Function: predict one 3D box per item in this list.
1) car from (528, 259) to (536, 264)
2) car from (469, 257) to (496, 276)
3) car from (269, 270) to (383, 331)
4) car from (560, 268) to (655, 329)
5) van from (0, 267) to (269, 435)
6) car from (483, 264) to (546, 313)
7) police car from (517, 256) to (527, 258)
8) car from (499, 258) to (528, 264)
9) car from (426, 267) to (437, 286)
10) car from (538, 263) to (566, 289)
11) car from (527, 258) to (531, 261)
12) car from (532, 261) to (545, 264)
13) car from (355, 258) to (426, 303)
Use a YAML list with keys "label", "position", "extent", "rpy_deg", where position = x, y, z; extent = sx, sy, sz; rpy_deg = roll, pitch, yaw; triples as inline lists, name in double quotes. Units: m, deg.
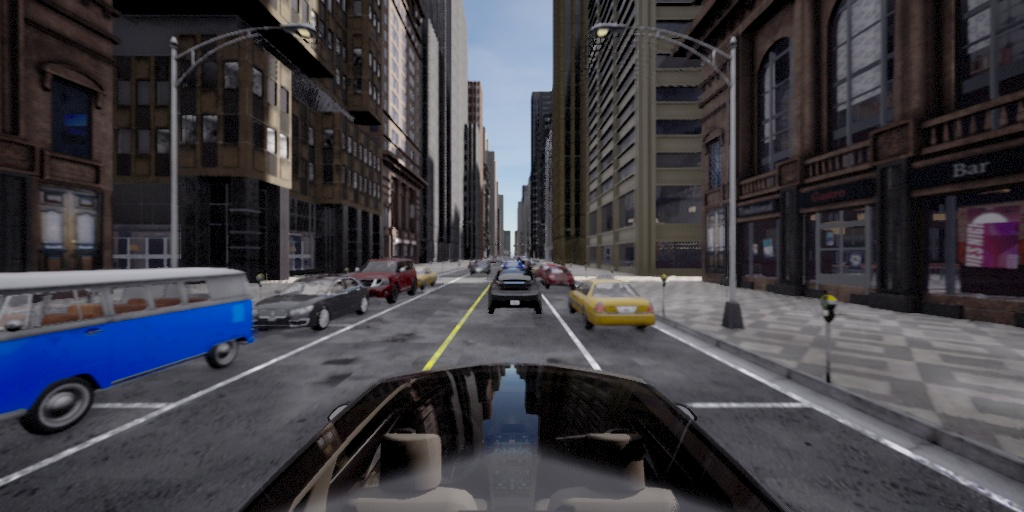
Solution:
- label: "car"
  position: [2.772, 1.196, 33.445]
  extent: [1.751, 1.417, 4.829]
  rpy_deg: [0, 0, 0]
- label: "car"
  position: [-3.084, 1.157, 35.861]
  extent: [2.128, 1.511, 4.902]
  rpy_deg: [0, 0, 0]
- label: "car"
  position: [-5.759, 1.277, 10.791]
  extent: [2.007, 1.370, 4.403]
  rpy_deg: [0, 0, 0]
- label: "car"
  position: [2.766, 1.252, 10.970]
  extent: [1.751, 1.417, 4.829]
  rpy_deg: [0, 0, 0]
- label: "van"
  position: [-5.761, 1.082, 5.173]
  extent: [1.690, 1.789, 3.998]
  rpy_deg: [0, 0, 0]
- label: "car"
  position: [0.097, 1.224, 13.824]
  extent: [1.837, 1.490, 4.892]
  rpy_deg: [0, 0, 0]
- label: "police car"
  position: [2.385, 1.035, 62.918]
  extent: [1.930, 1.638, 5.238]
  rpy_deg: [0, 0, 0]
- label: "car"
  position: [0.104, 1.154, 30.604]
  extent: [1.882, 1.535, 5.008]
  rpy_deg: [0, 0, 0]
- label: "car"
  position: [-5.756, 1.223, 21.858]
  extent: [1.751, 1.417, 4.829]
  rpy_deg: [0, 0, 0]
- label: "car"
  position: [2.769, 1.280, 22.038]
  extent: [1.802, 1.307, 4.207]
  rpy_deg: [0, 0, 0]
- label: "car"
  position: [2.776, 1.213, 44.513]
  extent: [1.948, 1.339, 4.313]
  rpy_deg: [0, 0, 0]
- label: "car"
  position: [2.771, 1.265, 27.656]
  extent: [1.802, 1.307, 4.207]
  rpy_deg: [0, 0, 0]
- label: "car"
  position: [-5.758, 1.027, 16.409]
  extent: [2.192, 1.841, 5.009]
  rpy_deg: [0, 0, 0]
